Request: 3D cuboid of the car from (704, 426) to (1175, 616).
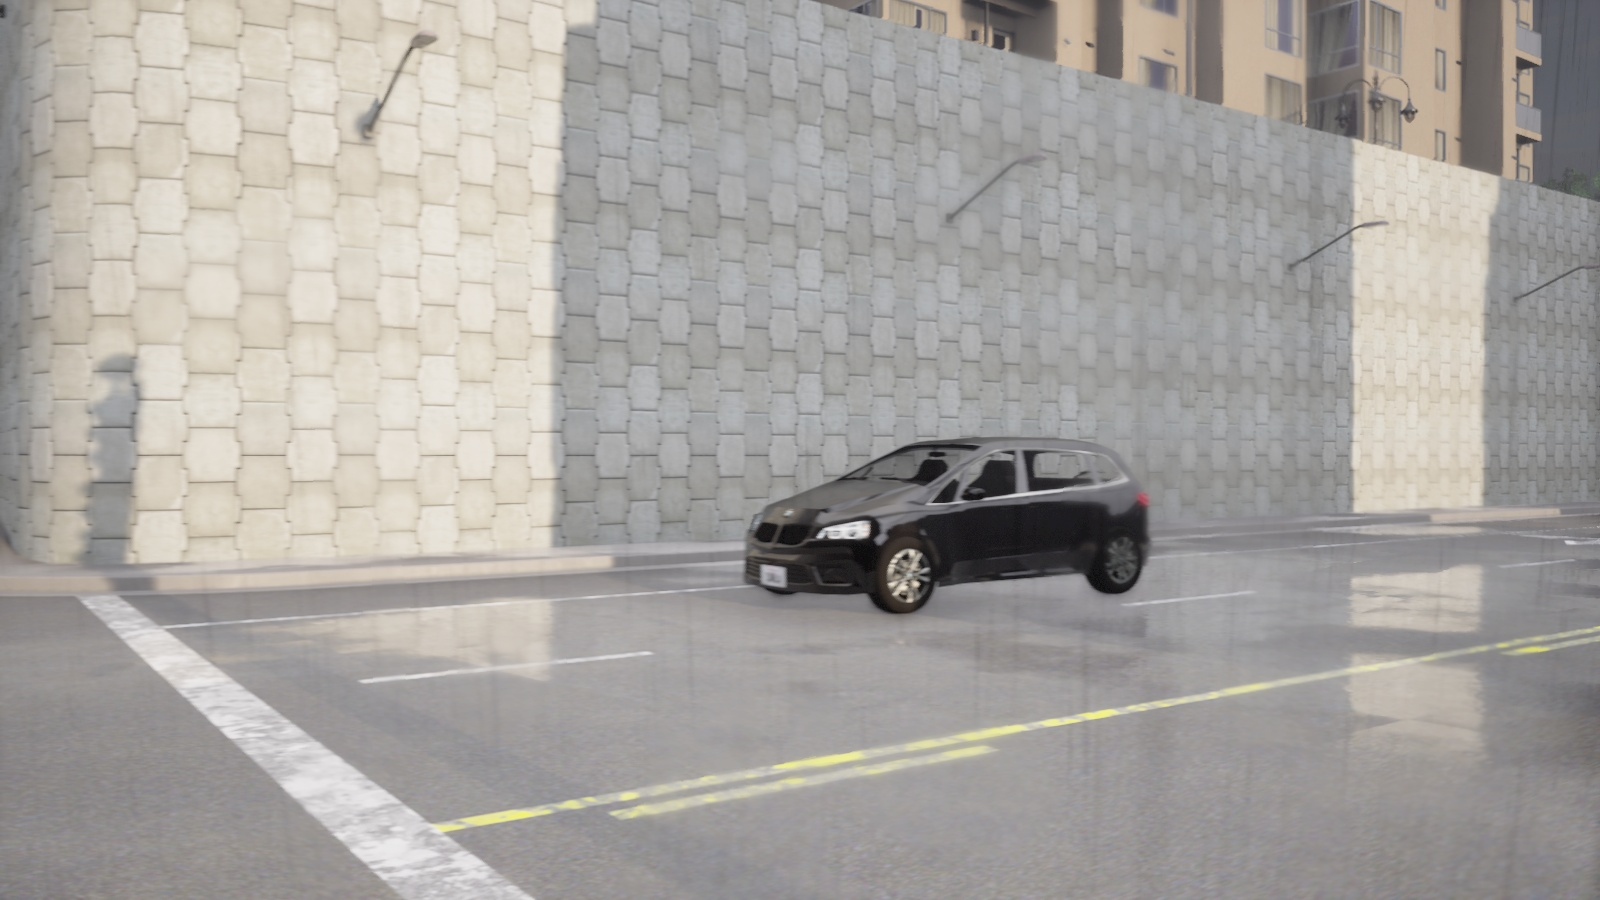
[{"bbox_3d":[1.550,0.617,13.269,4.611,1.667,2.242,0,0,-35],"label":"car"}]
